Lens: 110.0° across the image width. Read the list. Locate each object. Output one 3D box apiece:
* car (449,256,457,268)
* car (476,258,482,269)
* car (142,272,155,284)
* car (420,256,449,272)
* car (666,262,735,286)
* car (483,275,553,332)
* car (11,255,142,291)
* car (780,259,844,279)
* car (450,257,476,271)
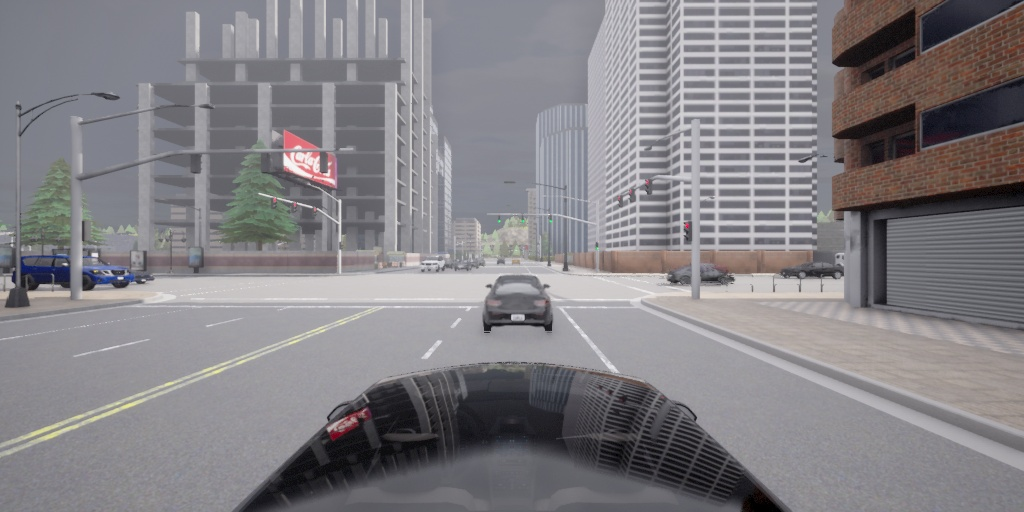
[{"bbox_3d":[-9.994,1.119,55.647,2.097,1.767,4.553,0,0,1],"label":"car"},{"bbox_3d":[-6.470,1.332,58.504,1.994,1.385,4.181,0,0,0],"label":"car"},{"bbox_3d":[-28.296,1.305,24.964,5.357,1.411,2.033,0,0,0],"label":"car"},{"bbox_3d":[-10.104,0.986,46.177,2.150,2.045,5.566,0,0,1],"label":"car"},{"bbox_3d":[12.916,1.321,24.717,4.181,1.385,1.994,0,0,0],"label":"car"},{"bbox_3d":[0.172,1.278,10.768,1.812,1.442,4.674,0,0,1],"label":"car"},{"bbox_3d":[-26.165,0.978,21.456,5.566,2.045,2.150,0,0,1],"label":"car"},{"bbox_3d":[26.640,1.237,31.823,5.008,1.535,1.882,0,0,0],"label":"car"},{"bbox_3d":[-6.585,1.256,48.534,2.128,1.511,4.902,0,0,1],"label":"car"}]
